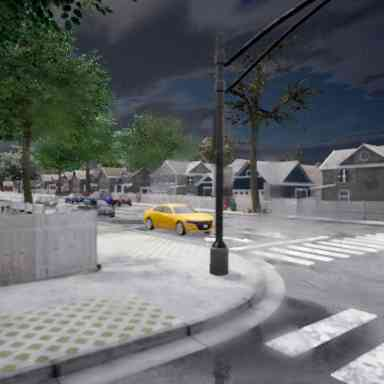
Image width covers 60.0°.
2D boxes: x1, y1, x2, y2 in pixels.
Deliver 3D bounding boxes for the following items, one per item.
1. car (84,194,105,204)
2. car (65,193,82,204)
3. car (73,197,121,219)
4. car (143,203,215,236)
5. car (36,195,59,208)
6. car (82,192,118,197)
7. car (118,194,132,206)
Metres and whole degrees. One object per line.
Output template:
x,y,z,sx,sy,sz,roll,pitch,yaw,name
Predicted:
-16.299,1.137,55.492,1.837,1.490,4.892,1,0,-37,car
-18.888,0.959,53.530,2.097,1.767,4.553,1,0,-37,car
-8.026,1.400,27.826,1.837,1.490,4.892,1,0,-37,car
-0.829,1.397,18.130,1.882,1.535,5.008,1,0,-37,car
-18.060,1.192,41.424,2.128,1.511,4.902,1,0,-36,car
-12.475,0.980,44.973,2.150,2.045,5.566,1,0,-36,car
-10.441,1.122,47.687,2.097,1.767,4.553,1,0,-38,car
